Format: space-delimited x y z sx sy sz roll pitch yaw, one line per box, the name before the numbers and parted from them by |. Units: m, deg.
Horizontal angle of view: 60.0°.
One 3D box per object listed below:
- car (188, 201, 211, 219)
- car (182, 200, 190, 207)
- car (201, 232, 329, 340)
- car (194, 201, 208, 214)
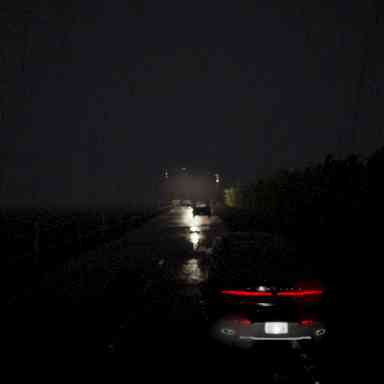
car | 0.978 1.879 34.010 2.128 1.511 4.902 0 -1 2
car | -1.008 2.336 67.099 2.033 1.411 5.357 0 -1 1
car | 1.178 1.577 6.830 1.837 1.490 4.892 0 -1 1
car | 1.238 2.032 44.336 1.812 1.442 4.674 0 -1 2
